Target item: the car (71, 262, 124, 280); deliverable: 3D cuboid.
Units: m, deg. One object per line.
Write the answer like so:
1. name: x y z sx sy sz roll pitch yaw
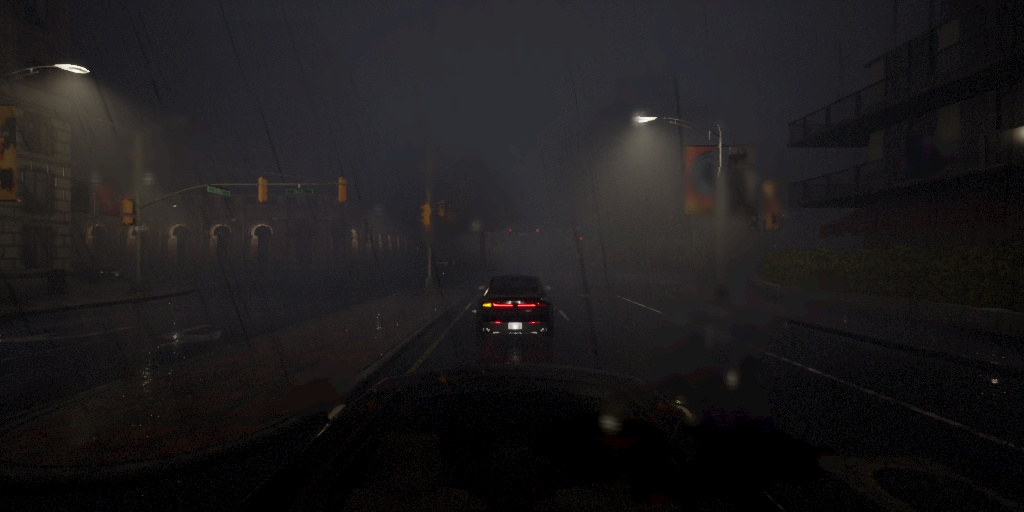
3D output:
1. car: -33.899 1.241 28.542 4.902 1.511 2.128 0 0 0

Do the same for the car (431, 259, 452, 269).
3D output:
1. car: -11.541 1.276 58.564 1.812 1.442 4.674 0 0 0

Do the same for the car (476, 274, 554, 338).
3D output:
1. car: 0.077 1.255 10.142 1.837 1.490 4.892 0 0 0

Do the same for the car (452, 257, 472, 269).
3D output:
1. car: -8.051 1.276 58.339 1.812 1.442 4.674 0 0 0
